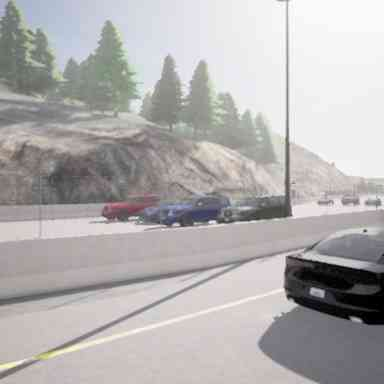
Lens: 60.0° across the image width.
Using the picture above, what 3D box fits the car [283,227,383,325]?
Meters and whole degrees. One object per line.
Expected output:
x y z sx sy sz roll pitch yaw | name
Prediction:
3.990 1.477 6.909 5.008 1.535 1.882 0 0 -38 | car

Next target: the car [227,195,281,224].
4.061 1.232 20.782 5.566 2.045 2.150 0 0 -41 | car
